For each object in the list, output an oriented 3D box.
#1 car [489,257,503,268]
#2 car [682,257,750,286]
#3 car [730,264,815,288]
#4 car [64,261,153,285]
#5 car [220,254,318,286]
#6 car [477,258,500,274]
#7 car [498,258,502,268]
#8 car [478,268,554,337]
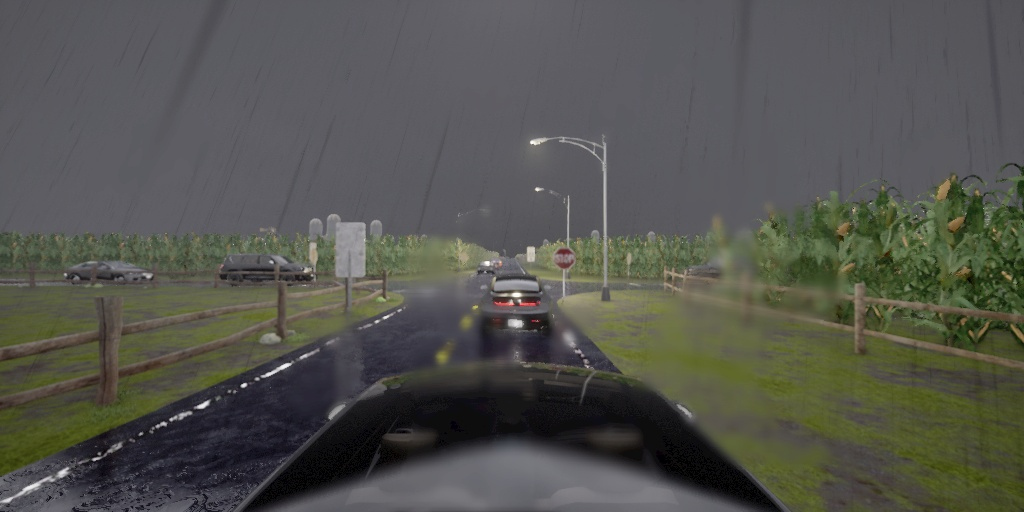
[{"bbox_3d":[-2.718,1.095,60.397,2.097,1.767,4.553,0,0,1],"label":"car"},{"bbox_3d":[15.386,1.101,26.003,5.566,2.045,2.150,0,-1,1],"label":"car"},{"bbox_3d":[17.478,1.412,23.148,5.357,1.411,2.033,0,-1,3],"label":"car"},{"bbox_3d":[-26.229,1.090,23.530,4.902,1.511,2.128,0,-1,1],"label":"car"},{"bbox_3d":[-15.826,0.877,23.431,5.566,2.045,2.150,0,-1,0],"label":"car"},{"bbox_3d":[-2.784,1.299,40.058,2.033,1.411,5.357,0,0,0],"label":"car"},{"bbox_3d":[-2.765,1.312,50.499,1.994,1.385,4.181,0,0,0],"label":"car"},{"bbox_3d":[0.110,1.258,10.359,1.837,1.490,4.892,0,0,0],"label":"car"}]
